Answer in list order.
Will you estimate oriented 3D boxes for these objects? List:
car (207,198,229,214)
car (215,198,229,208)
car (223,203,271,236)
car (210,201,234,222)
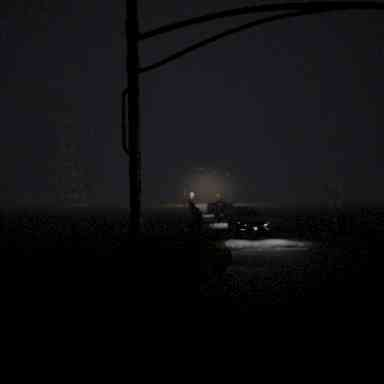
[{"bbox_3d":[2.824,1.850,39.799,2.033,1.411,5.357,-1,0,-1],"label":"car"},{"bbox_3d":[5.302,1.902,58.728,1.837,1.490,4.892,-1,0,-1],"label":"car"},{"bbox_3d":[3.206,1.634,19.417,1.837,1.490,4.892,-1,0,-1],"label":"car"},{"bbox_3d":[3.021,1.761,29.200,2.033,1.411,5.357,-1,0,-1],"label":"car"}]
